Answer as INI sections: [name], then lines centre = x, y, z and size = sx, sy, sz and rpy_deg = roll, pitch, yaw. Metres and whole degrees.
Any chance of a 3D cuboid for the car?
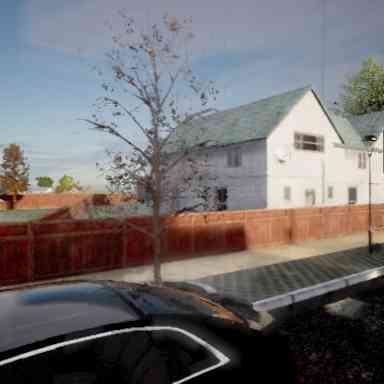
[car]
centre = -1.380, 1.507, 2.086
size = 4.892, 1.490, 1.837
rpy_deg = 0, 0, -35
